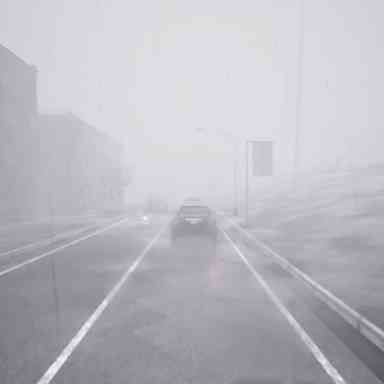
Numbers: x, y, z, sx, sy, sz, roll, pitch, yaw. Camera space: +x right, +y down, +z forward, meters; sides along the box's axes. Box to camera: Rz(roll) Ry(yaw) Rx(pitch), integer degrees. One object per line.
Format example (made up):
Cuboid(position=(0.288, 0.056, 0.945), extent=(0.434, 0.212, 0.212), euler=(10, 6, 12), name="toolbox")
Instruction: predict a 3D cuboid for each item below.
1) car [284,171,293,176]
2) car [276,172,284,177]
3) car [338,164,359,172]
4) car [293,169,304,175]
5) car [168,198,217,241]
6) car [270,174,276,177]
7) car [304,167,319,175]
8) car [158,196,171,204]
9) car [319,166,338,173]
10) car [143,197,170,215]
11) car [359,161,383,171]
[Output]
Cuboid(position=(22.067, -3.837, 71.471), extent=(2.002, 1.452, 4.674), euler=(0, 1, -3), name="car")
Cuboid(position=(21.832, -3.974, 77.013), extent=(2.231, 1.521, 4.892), euler=(0, 1, -1), name="car")
Cuboid(position=(24.218, -3.428, 49.265), extent=(2.002, 1.452, 4.674), euler=(0, 1, -7), name="car")
Cuboid(position=(22.421, -3.775, 65.934), extent=(2.097, 1.535, 5.008), euler=(0, 1, -4), name="car")
Cuboid(position=(0.094, 1.346, 16.713), extent=(2.097, 1.767, 4.553), euler=(0, 0, 0), name="car")
Cuboid(position=(21.701, -4.053, 82.530), extent=(2.231, 1.521, 4.892), euler=(0, 1, -1), name="car")
Cuboid(position=(22.892, -3.799, 60.429), extent=(2.185, 1.767, 4.553), euler=(0, 1, -5), name="car")
Cuboid(position=(-6.205, 1.798, 74.793), extent=(1.882, 1.535, 5.008), euler=(0, -1, -17), name="car")
Cuboid(position=(23.514, -3.539, 54.738), extent=(2.163, 1.488, 4.792), euler=(0, 1, -6), name="car")
Cuboid(position=(-3.605, 1.340, 33.225), extent=(2.097, 1.767, 4.553), euler=(0, 0, 0), name="car")
Cuboid(position=(25.025, -3.366, 43.904), extent=(2.231, 1.521, 4.892), euler=(0, 1, -9), name="car")
